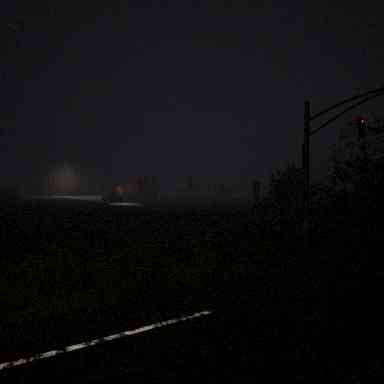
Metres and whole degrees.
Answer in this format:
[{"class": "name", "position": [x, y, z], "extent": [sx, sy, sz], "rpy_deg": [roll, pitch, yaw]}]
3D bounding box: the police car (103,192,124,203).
[{"class": "police car", "position": [-11.780, 0.822, 49.808], "extent": [2.038, 1.542, 4.974], "rpy_deg": [1, 0, -32]}]
